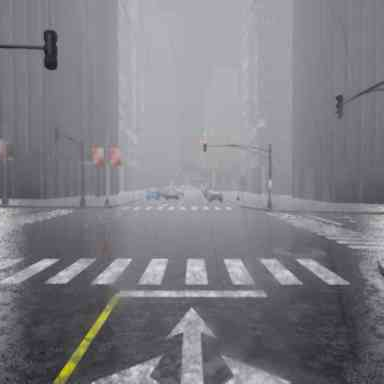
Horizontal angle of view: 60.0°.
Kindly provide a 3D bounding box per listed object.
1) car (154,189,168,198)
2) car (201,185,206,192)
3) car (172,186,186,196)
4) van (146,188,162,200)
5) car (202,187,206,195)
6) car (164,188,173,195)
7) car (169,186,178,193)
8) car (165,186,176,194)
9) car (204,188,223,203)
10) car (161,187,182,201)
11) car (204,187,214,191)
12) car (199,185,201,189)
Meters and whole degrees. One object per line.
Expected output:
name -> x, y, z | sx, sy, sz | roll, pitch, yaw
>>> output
car -> -5.413, 0.229, 58.388 | 1.947, 1.339, 4.313 | 0, 1, 1
car -> 3.113, -0.020, 58.307 | 2.192, 1.841, 5.009 | 0, 1, 1
car -> -2.618, 0.052, 64.407 | 1.812, 1.442, 4.674 | 0, 1, 1
van -> -5.514, 0.254, 47.361 | 1.690, 1.788, 3.998 | 0, 1, 1
car -> 3.061, 0.340, 52.801 | 2.008, 1.369, 4.403 | 0, 1, 1
car -> -5.260, -0.167, 74.921 | 1.887, 1.381, 4.507 | 0, 1, 1
car -> -5.107, -0.770, 91.449 | 2.192, 1.841, 5.009 | 0, 1, 1
car -> -5.209, -0.521, 80.427 | 2.192, 1.841, 5.009 | 0, 1, 1
car -> 2.960, 0.591, 41.778 | 2.008, 1.369, 4.403 | 0, 1, 1
car -> -2.826, 0.391, 47.354 | 1.882, 1.535, 5.008 | 0, 1, 1
car -> 3.012, 0.436, 47.459 | 1.752, 1.417, 4.829 | 0, 1, 1
car -> 3.316, -0.395, 80.356 | 1.967, 1.590, 4.097 | 0, 1, 1
